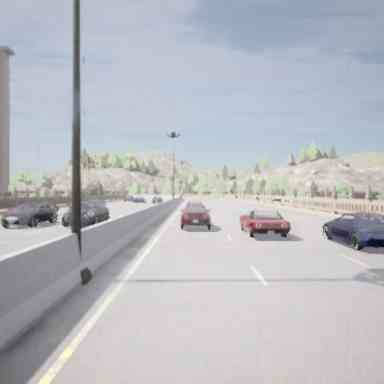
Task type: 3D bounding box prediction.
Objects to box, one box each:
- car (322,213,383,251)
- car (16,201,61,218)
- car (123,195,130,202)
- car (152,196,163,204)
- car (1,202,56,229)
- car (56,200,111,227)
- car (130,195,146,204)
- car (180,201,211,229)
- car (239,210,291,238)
[{"bbox_3d":[7.175,1.559,14.158,1.994,1.385,4.181,0,0,0],"label":"car"},{"bbox_3d":[-13.929,1.567,30.565,1.895,1.301,4.718,0,0,0],"label":"car"},{"bbox_3d":[-13.591,1.478,72.207,2.128,1.511,4.902,0,0,0],"label":"car"},{"bbox_3d":[-6.652,1.463,64.451,2.128,1.511,4.902,0,0,1],"label":"car"},{"bbox_3d":[-10.481,1.467,21.782,2.128,1.511,4.902,0,0,0],"label":"car"},{"bbox_3d":[-6.978,1.330,22.291,2.097,1.767,4.553,0,0,0],"label":"car"},{"bbox_3d":[-10.149,1.523,64.353,1.994,1.385,4.181,0,0,1],"label":"car"},{"bbox_3d":[0.228,1.510,21.250,1.812,1.442,4.674,0,0,0],"label":"car"},{"bbox_3d":[3.693,1.590,17.710,1.895,1.301,4.718,0,0,0],"label":"car"}]
